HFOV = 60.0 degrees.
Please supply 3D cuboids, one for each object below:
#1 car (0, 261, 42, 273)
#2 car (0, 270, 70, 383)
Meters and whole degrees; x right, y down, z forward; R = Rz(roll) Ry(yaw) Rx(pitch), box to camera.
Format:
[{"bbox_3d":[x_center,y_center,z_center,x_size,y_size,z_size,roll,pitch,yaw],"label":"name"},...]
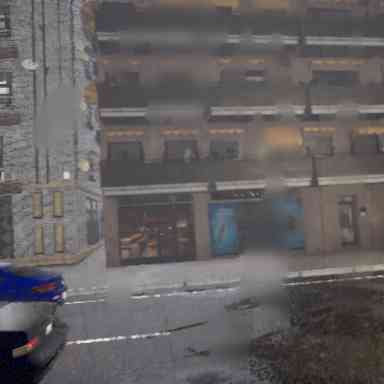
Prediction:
[{"bbox_3d":[-5.330,2.392,7.675,4.674,1.442,1.812,-2,-4,-8],"label":"car"},{"bbox_3d":[-4.568,2.145,4.509,5.357,1.411,2.033,-2,-4,-8],"label":"car"}]
